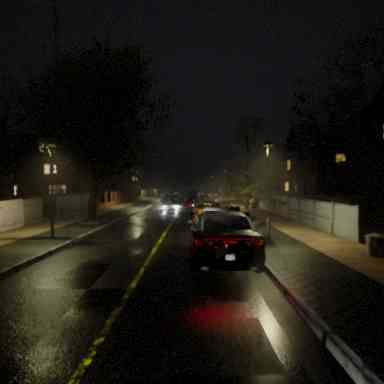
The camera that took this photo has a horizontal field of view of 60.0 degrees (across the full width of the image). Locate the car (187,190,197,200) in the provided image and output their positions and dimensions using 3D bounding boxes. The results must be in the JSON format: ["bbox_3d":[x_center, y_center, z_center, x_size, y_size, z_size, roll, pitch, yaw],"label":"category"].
[{"bbox_3d":[0.290,0.617,45.591,2.128,1.511,4.902,0,1,1],"label":"car"}]

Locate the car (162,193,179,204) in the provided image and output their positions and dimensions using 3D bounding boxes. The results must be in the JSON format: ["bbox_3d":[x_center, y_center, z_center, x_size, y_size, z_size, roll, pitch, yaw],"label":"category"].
[{"bbox_3d":[-2.591,0.811,41.281,1.895,1.301,4.718,0,1,0],"label":"car"}]

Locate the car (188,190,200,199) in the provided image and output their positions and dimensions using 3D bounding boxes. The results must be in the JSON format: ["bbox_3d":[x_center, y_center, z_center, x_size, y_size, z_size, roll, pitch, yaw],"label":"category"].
[{"bbox_3d":[0.369,0.388,60.023,2.033,1.411,5.357,0,1,0],"label":"car"}]

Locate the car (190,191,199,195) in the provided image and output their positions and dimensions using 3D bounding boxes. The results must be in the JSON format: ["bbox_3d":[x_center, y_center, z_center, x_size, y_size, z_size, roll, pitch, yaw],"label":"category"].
[{"bbox_3d":[0.985,0.956,26.229,1.801,1.575,5.366,0,1,0],"label":"car"}]

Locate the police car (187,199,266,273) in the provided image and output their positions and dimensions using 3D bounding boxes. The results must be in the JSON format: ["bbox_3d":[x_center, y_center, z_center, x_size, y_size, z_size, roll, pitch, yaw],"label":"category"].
[{"bbox_3d":[0.886,1.231,10.149,1.930,1.638,5.238,0,1,0],"label":"police car"}]

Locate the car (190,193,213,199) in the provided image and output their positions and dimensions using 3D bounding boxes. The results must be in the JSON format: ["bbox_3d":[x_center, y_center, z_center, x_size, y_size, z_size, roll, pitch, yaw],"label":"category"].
[{"bbox_3d":[0.948,1.070,20.230,1.801,1.575,5.366,0,1,0],"label":"car"}]
